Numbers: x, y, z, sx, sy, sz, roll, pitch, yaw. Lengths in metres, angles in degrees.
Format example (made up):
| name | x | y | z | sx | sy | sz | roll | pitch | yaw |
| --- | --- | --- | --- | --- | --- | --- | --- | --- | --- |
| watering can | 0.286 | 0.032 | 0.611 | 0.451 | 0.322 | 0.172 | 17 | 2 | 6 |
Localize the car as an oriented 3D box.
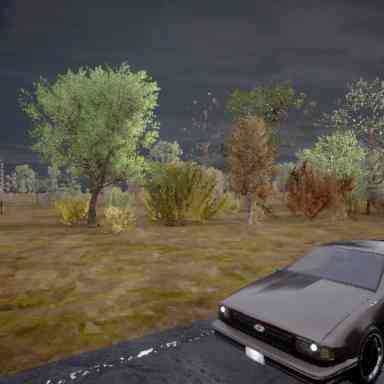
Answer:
| name | x | y | z | sx | sy | sz | roll | pitch | yaw |
| --- | --- | --- | --- | --- | --- | --- | --- | --- | --- |
| car | 2.880 | 1.547 | 5.536 | 5.357 | 1.411 | 2.033 | 0 | 0 | -37 |
